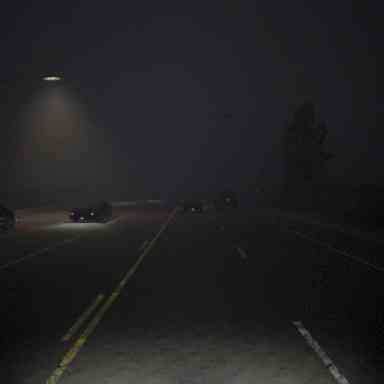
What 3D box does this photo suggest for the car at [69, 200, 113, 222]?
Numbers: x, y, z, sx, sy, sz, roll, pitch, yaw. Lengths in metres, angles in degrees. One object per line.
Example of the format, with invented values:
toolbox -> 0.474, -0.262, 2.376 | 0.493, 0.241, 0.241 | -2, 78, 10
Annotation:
car -> -7.112, 1.290, 24.120 | 2.033, 1.411, 5.357 | 0, 1, 0

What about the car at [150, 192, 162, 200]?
car -> -7.051, 0.784, 65.466 | 2.128, 1.511, 4.902 | 0, 1, 0

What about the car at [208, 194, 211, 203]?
car -> 3.570, 0.960, 53.211 | 1.812, 1.442, 4.674 | 0, 0, 0

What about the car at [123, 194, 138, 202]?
car -> -10.575, 0.991, 57.347 | 1.895, 1.301, 4.718 | 0, 1, 1

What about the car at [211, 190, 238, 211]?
car -> 3.579, 0.843, 35.317 | 2.150, 2.045, 5.566 | 0, 0, 0

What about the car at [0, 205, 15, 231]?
car -> -10.607, 1.331, 16.271 | 1.837, 1.490, 4.892 | 0, 0, 0

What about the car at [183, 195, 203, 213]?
car -> 0.079, 1.256, 32.314 | 1.895, 1.301, 4.718 | 0, 1, 0

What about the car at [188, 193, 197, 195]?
car -> 0.066, 0.911, 53.341 | 1.882, 1.535, 5.008 | 0, 0, 0
